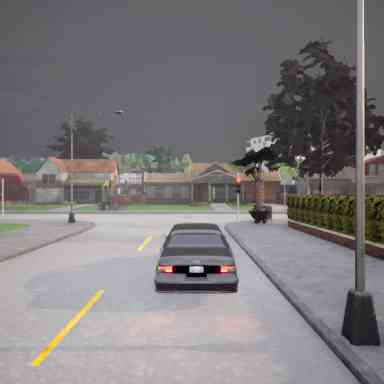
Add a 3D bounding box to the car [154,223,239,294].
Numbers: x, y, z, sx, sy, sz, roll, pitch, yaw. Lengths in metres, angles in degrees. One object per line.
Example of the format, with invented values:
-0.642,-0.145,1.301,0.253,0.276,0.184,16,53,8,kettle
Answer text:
0.099,1.547,8.949,2.033,1.411,5.357,0,0,0,car
